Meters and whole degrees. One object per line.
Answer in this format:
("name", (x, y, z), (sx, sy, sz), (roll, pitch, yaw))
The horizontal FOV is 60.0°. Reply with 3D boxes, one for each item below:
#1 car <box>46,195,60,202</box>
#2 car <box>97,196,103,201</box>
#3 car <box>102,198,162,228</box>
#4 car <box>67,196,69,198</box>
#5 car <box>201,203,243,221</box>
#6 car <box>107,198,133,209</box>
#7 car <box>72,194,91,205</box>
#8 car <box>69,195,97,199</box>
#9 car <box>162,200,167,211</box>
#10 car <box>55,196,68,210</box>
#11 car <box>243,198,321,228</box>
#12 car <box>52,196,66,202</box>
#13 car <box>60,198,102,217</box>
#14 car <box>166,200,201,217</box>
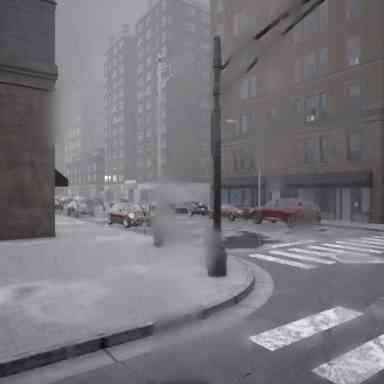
("car", (-31.985, 1.469, 76.453), (2.008, 1.369, 4.403), (0, 0, -35))
("car", (-15.857, 1.456, 53.999), (1.837, 1.490, 4.892), (0, 0, -35))
("car", (-4.015, 1.429, 21.815), (1.967, 1.590, 4.097), (0, 0, -35))
("car", (-21.523, 1.471, 56.760), (1.812, 1.442, 4.674), (0, 0, -35))
("car", (2.947, 1.570, 26.738), (1.802, 1.307, 4.206), (0, 0, -35))
("car", (-9.756, 1.531, 44.816), (1.947, 1.339, 4.313), (0, 0, -35))
("car", (-19.891, 1.296, 59.684), (2.097, 1.767, 4.553), (0, 0, -35))
("car", (-16.128, 1.435, 49.078), (1.882, 1.535, 5.008), (0, -1, -35))
("car", (-3.405, 1.528, 35.778), (2.008, 1.369, 4.403), (0, 0, -35))
("car", (-16.721, 1.511, 39.899), (1.887, 1.381, 4.507), (0, 0, -35))
("car", (6.122, 1.309, 22.218), (2.192, 1.841, 5.009), (0, 0, -35))
("car", (-28.809, 1.476, 71.933), (2.008, 1.369, 4.403), (0, 0, -35))
("car", (-10.368, 1.529, 30.857), (2.008, 1.369, 4.403), (0, 0, -35))
("car", (-0.229, 1.549, 31.257), (1.947, 1.339, 4.313), (0, 0, -35))
